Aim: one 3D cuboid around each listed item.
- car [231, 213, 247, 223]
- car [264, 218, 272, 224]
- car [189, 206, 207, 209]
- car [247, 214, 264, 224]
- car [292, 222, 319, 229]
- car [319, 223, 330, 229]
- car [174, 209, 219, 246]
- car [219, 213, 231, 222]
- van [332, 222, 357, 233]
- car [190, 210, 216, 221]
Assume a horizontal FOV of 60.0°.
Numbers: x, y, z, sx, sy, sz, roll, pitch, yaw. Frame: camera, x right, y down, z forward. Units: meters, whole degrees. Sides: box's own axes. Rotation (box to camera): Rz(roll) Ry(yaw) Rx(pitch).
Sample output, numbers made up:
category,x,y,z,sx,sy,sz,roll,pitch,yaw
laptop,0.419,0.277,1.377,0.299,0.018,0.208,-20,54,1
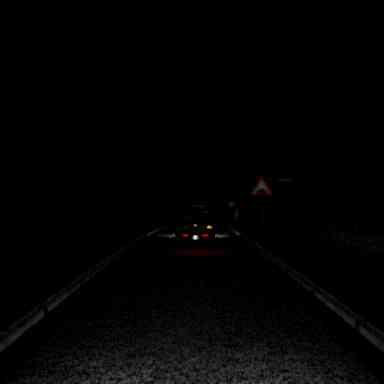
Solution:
category,x,y,z,sx,sy,sz,roll,pitch,yaw
car,7.839,5.057,65.144,2.185,1.767,4.553,7,-6,-30
car,13.669,5.804,66.377,1.946,1.575,5.366,8,-6,-30
car,0.675,2.433,33.725,2.150,2.045,5.566,0,-4,2
car,10.836,5.243,65.697,2.435,2.045,5.566,8,-6,-30
car,22.640,6.757,67.723,2.002,1.452,4.674,8,-6,-29
car,25.611,7.063,68.227,2.002,1.452,4.674,8,-6,-29
car,0.175,1.776,16.701,1.837,1.490,4.892,0,-2,1
car,4.866,4.789,64.654,2.185,1.767,4.553,5,-6,-31
van,31.635,7.405,69.117,1.878,1.987,4.442,8,-6,-29
car,1.986,4.477,64.075,2.435,2.045,5.566,3,-5,-30
